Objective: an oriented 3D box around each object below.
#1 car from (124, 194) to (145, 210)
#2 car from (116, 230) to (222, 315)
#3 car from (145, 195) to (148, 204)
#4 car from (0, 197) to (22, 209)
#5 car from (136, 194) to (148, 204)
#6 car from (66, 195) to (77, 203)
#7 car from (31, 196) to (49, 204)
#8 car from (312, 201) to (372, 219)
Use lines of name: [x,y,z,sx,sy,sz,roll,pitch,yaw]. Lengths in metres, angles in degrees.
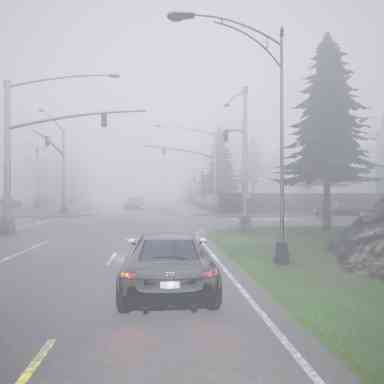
car: [-7.608,1.352,43.092,2.097,1.767,4.553,0,0,-5]
car: [-0.556,1.564,7.701,1.994,1.385,4.181,0,0,-5]
car: [-8.538,1.564,52.942,1.994,1.385,4.181,0,0,-5]
car: [-21.330,1.340,38.409,2.007,1.523,4.514,0,0,-5]
car: [-9.477,1.352,63.152,2.097,1.767,4.553,0,0,-5]
car: [-23.555,1.374,64.347,1.845,1.501,3.633,0,0,-5]
car: [-25.893,1.384,56.700,1.970,1.475,3.806,0,0,-5]
car: [12.716,1.492,28.334,4.902,1.511,2.128,0,0,-7]
